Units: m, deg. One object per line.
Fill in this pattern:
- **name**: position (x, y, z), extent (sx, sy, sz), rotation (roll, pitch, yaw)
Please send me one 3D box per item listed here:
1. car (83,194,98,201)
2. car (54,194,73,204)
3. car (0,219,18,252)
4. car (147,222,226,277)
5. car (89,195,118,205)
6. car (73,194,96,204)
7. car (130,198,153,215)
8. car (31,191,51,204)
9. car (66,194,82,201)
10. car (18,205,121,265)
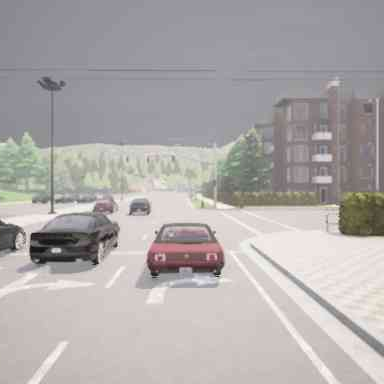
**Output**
- **car**: position (-21.824, 1.149, 71.721), extent (1.837, 1.490, 4.892), rotation (0, 0, -2)
- **car**: position (-21.393, 1.334, 55.776), extent (1.895, 1.301, 4.718), rotation (0, 0, -2)
- **car**: position (-7.236, 1.457, 10.795), extent (1.837, 1.490, 4.892), rotation (0, 0, -2)
- **car**: position (-0.199, 1.547, 10.027), extent (1.895, 1.301, 4.718), rotation (0, 0, -2)
- **car**: position (-8.463, 1.363, 32.794), extent (1.812, 1.442, 4.674), rotation (0, 0, -4)
- **car**: position (-17.897, 1.328, 55.908), extent (1.895, 1.301, 4.718), rotation (0, 0, -2)
- **car**: position (-4.884, 1.341, 31.964), extent (1.837, 1.490, 4.892), rotation (0, 0, -4)
- **car**: position (-24.897, 0.951, 55.992), extent (2.150, 2.045, 5.566), rotation (0, 1, -2)
- **car**: position (-25.315, 1.156, 71.367), extent (1.837, 1.490, 4.892), rotation (0, 0, -2)
- **car**: position (-3.749, 1.421, 11.474), extent (1.882, 1.535, 5.008), rotation (0, 0, -2)
